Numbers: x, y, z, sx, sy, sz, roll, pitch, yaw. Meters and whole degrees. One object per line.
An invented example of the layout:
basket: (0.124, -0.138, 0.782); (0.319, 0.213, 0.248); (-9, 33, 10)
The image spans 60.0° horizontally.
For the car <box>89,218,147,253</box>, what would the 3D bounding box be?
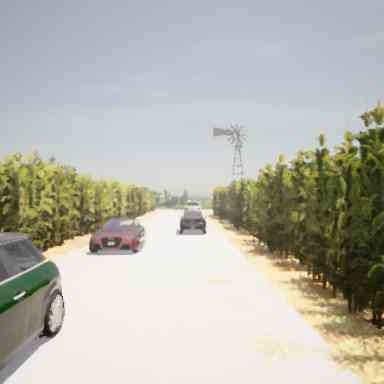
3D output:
car: (-3.188, 1.891, 15.066); (1.994, 1.385, 4.181); (0, -2, 0)

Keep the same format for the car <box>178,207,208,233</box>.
car: (0.068, 2.117, 24.196); (1.837, 1.490, 4.892); (0, -1, 0)

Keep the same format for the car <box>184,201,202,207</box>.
car: (0.093, 2.207, 43.122); (2.150, 2.045, 5.566); (0, -1, 0)

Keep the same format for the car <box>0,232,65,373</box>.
car: (-3.197, 1.381, 3.716); (2.097, 1.767, 4.553); (0, -1, 0)
